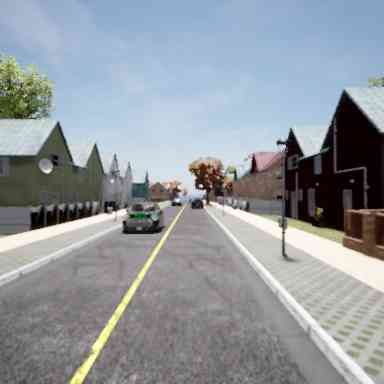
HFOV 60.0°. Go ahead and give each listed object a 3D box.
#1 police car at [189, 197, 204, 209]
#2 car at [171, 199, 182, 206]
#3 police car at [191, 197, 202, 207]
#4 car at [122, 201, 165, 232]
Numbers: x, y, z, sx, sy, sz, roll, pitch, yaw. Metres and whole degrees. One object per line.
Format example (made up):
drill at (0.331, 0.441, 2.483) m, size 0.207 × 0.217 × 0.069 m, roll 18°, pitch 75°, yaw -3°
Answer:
police car at (0.818, 1.698, 51.421) m, size 1.930 × 1.638 × 5.238 m, roll 0°, pitch -1°, yaw 0°
car at (-2.782, 1.962, 61.297) m, size 1.895 × 1.301 × 4.718 m, roll 0°, pitch -1°, yaw 1°
police car at (0.816, 1.787, 61.420) m, size 1.930 × 1.638 × 5.238 m, roll 0°, pitch -1°, yaw 0°
car at (-2.850, 1.406, 20.242) m, size 2.097 × 1.767 × 4.553 m, roll 0°, pitch 0°, yaw 0°
